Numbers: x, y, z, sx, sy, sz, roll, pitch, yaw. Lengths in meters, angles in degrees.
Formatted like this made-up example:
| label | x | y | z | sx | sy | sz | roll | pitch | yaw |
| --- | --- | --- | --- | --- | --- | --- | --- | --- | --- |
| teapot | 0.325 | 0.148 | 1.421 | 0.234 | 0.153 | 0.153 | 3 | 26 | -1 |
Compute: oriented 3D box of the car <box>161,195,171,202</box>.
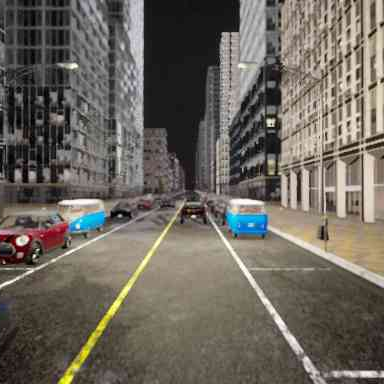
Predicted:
| label | x | y | z | sx | sy | sz | roll | pitch | yaw |
| --- | --- | --- | --- | --- | --- | --- | --- | --- | --- |
| car | -5.660 | 1.334 | 72.677 | 1.947 | 1.339 | 4.313 | 1 | 0 | 0 |

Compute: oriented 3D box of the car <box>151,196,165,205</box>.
| label | x | y | z | sx | sy | sz | roll | pitch | yaw |
| --- | --- | --- | --- | --- | --- | --- | --- | --- | --- |
| car | -5.665 | 1.418 | 55.955 | 1.802 | 1.307 | 4.206 | 1 | 0 | 0 |

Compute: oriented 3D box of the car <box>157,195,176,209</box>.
| label | x | y | z | sx | sy | sz | roll | pitch | yaw |
| --- | --- | --- | --- | --- | --- | --- | --- | --- | --- |
| car | -3.083 | 1.429 | 43.006 | 2.033 | 1.411 | 5.357 | 0 | 0 | 0 |

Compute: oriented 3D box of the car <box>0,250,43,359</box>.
| label | x | y | z | sx | sy | sz | roll | pitch | yaw |
| --- | --- | --- | --- | --- | --- | --- | --- | --- | --- |
| car | -3.098 | 1.543 | 1.879 | 2.033 | 1.411 | 5.357 | 0 | 0 | 0 |

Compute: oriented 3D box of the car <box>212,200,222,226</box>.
| label | x | y | z | sx | sy | sz | roll | pitch | yaw |
| --- | --- | --- | --- | --- | --- | --- | --- | --- | --- |
| car | 2.705 | 1.493 | 22.719 | 2.008 | 1.369 | 4.403 | 1 | 0 | 0 |

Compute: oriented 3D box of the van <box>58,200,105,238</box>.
| label | x | y | z | sx | sy | sz | roll | pitch | yaw |
| --- | --- | --- | --- | --- | --- | --- | --- | --- | --- |
| van | -5.675 | 1.299 | 17.074 | 1.690 | 1.788 | 3.998 | 1 | 0 | 0 |

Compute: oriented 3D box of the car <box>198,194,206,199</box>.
| label | x | y | z | sx | sy | sz | roll | pitch | yaw |
| --- | --- | --- | --- | --- | --- | --- | --- | --- | --- |
| car | 2.726 | 1.261 | 89.382 | 1.947 | 1.339 | 4.313 | 1 | 0 | 0 |

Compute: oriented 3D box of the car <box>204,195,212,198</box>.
| label | x | y | z | sx | sy | sz | roll | pitch | yaw |
| --- | --- | --- | --- | --- | --- | --- | --- | --- | --- |
| car | 2.712 | 1.427 | 44.766 | 2.008 | 1.369 | 4.403 | 1 | 0 | 0 |

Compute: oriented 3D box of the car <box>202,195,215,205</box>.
| label | x | y | z | sx | sy | sz | roll | pitch | yaw |
| --- | --- | --- | --- | --- | --- | --- | --- | --- | --- |
| car | 2.717 | 1.276 | 55.920 | 1.967 | 1.590 | 4.097 | 1 | 0 | 0 |

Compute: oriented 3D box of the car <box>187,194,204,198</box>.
| label | x | y | z | sx | sy | sz | roll | pitch | yaw |
| --- | --- | --- | --- | --- | --- | --- | --- | --- | --- |
| car | 0.112 | 1.239 | 41.066 | 2.097 | 1.767 | 4.553 | 0 | 0 | 0 |

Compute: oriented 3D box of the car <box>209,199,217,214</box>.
| label | x | y | z | sx | sy | sz | roll | pitch | yaw |
| --- | --- | --- | --- | --- | --- | --- | --- | --- | --- |
| car | 2.707 | 1.508 | 28.394 | 1.802 | 1.307 | 4.206 | 1 | 0 | 0 |

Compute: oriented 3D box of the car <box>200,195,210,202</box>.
| label | x | y | z | sx | sy | sz | roll | pitch | yaw |
| --- | --- | --- | --- | --- | --- | --- | --- | --- | --- |
| car | 2.721 | 1.319 | 72.652 | 2.008 | 1.369 | 4.403 | 1 | 0 | 0 |

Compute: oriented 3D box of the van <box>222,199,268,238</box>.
| label | x | y | z | sx | sy | sz | roll | pitch | yaw |
| --- | --- | --- | --- | --- | --- | --- | --- | --- | --- |
| van | 2.706 | 1.299 | 17.045 | 1.690 | 1.788 | 3.998 | 1 | 0 | 0 |

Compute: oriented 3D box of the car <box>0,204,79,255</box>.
| label | x | y | z | sx | sy | sz | roll | pitch | yaw |
| --- | --- | --- | --- | --- | --- | --- | --- | --- | --- |
| car | -5.678 | 1.413 | 11.398 | 1.967 | 1.590 | 4.097 | 1 | 0 | 0 |

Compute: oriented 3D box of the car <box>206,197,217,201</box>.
| label | x | y | z | sx | sy | sz | roll | pitch | yaw |
| --- | --- | --- | --- | --- | --- | --- | --- | --- | --- |
| car | 2.709 | 1.476 | 34.067 | 1.947 | 1.339 | 4.313 | 1 | 0 | 0 |

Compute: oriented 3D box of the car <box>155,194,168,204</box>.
| label | x | y | z | sx | sy | sz | roll | pitch | yaw |
| --- | --- | --- | --- | --- | --- | --- | --- | --- | --- |
| car | -5.661 | 1.254 | 61.527 | 1.967 | 1.590 | 4.097 | 1 | 0 | 0 |

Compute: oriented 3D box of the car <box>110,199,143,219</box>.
| label | x | y | z | sx | sy | sz | roll | pitch | yaw |
| --- | --- | --- | --- | --- | --- | --- | --- | --- | --- |
| car | -5.674 | 1.492 | 28.425 | 1.947 | 1.339 | 4.313 | 1 | 0 | 0 |

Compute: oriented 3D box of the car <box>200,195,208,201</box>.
| label | x | y | z | sx | sy | sz | roll | pitch | yaw |
| --- | --- | --- | --- | --- | --- | --- | --- | --- | --- |
| car | 2.722 | 1.326 | 78.229 | 1.802 | 1.307 | 4.206 | 1 | 0 | 0 |

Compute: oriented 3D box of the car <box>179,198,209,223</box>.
| label | x | y | z | sx | sy | sz | roll | pitch | yaw |
| --- | --- | --- | --- | --- | --- | --- | --- | --- | --- |
| car | 0.107 | 1.439 | 25.246 | 1.837 | 1.490 | 4.892 | 0 | 0 | 0 |

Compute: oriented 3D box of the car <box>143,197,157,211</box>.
| label | x | y | z | sx | sy | sz | roll | pitch | yaw |
| --- | --- | --- | --- | --- | --- | --- | --- | --- | --- |
| car | -5.670 | 1.437 | 39.775 | 1.887 | 1.381 | 4.507 | 1 | 0 | 0 |
